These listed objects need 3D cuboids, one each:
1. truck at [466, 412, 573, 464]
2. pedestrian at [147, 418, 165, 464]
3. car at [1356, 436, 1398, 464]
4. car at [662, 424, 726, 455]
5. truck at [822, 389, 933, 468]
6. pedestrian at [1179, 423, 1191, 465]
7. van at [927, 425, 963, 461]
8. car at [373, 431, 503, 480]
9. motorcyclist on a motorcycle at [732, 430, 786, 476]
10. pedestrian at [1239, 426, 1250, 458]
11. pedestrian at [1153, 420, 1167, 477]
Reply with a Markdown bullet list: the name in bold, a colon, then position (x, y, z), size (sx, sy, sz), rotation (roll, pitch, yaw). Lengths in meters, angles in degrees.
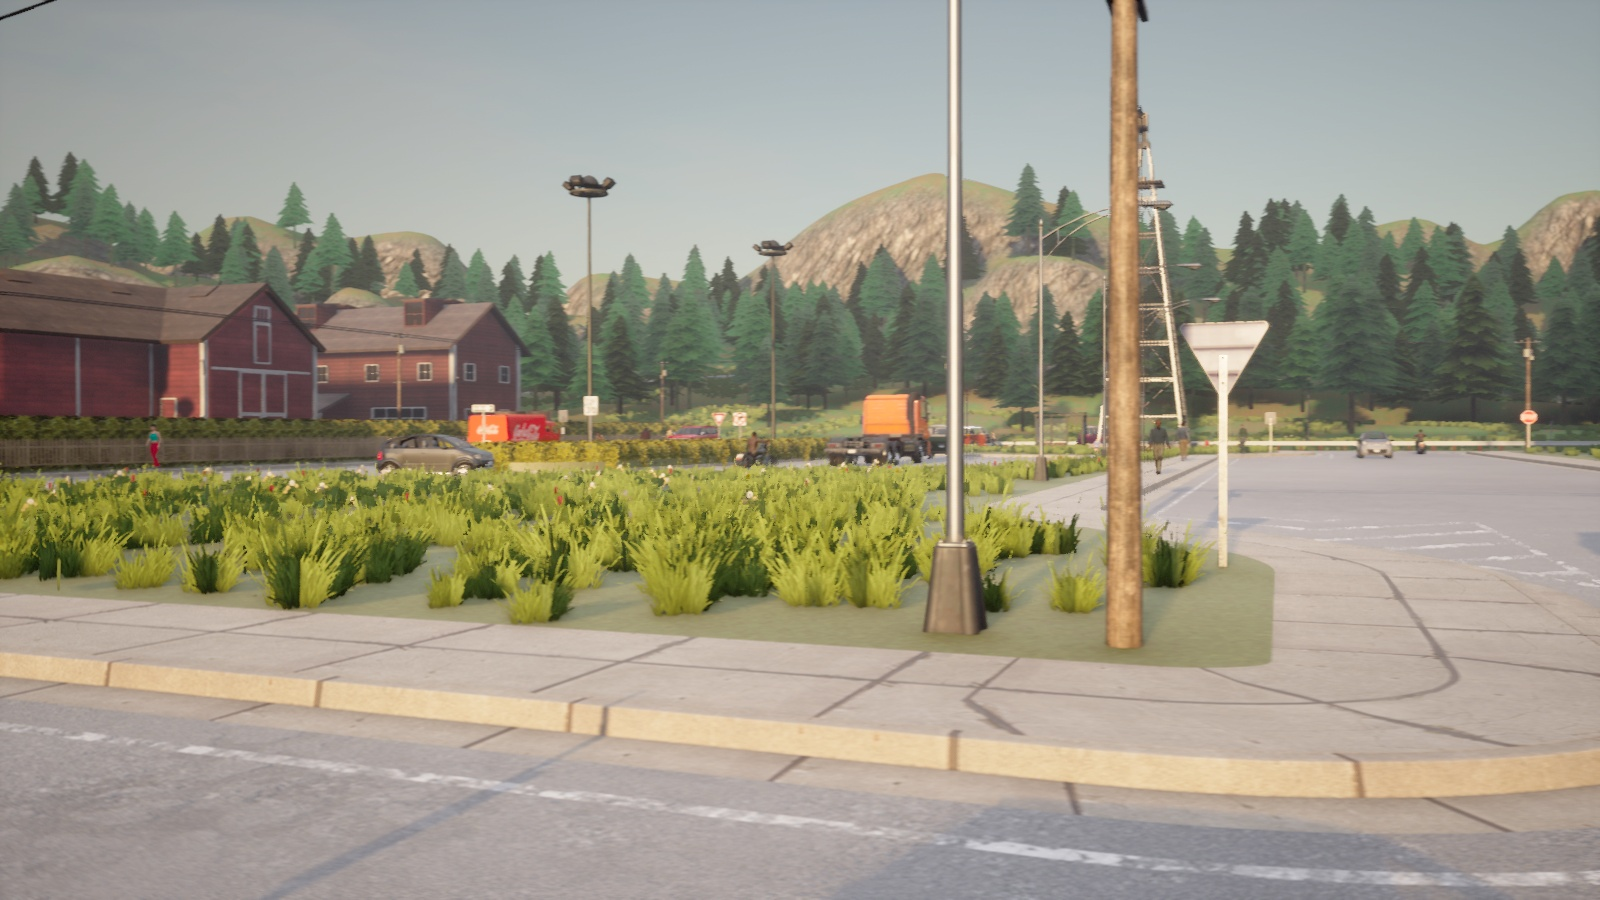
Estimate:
- **truck**: position (-13.724, -0.605, 61.778), size (2.627, 2.467, 5.204), rotation (1, 1, 22)
- **pedestrian**: position (-25.903, -0.349, 50.519), size (0.345, 1.836, 0.594), rotation (1, 1, 19)
- **car**: position (31.585, -0.025, 68.837), size (1.845, 1.501, 3.633), rotation (1, 1, 21)
- **car**: position (-7.297, -0.743, 87.376), size (2.150, 2.045, 5.566), rotation (1, 1, 22)
- **truck**: position (3.798, -0.990, 59.006), size (2.891, 3.462, 7.936), rotation (1, 1, 21)
- **pedestrian**: position (17.722, -0.280, 57.794), size (0.423, 1.949, 0.788), rotation (1, 1, 25)
- **van**: position (8.341, -0.427, 72.135), size (1.775, 1.987, 4.442), rotation (1, 1, 10)
- **car**: position (-11.882, 0.164, 41.366), size (3.705, 1.549, 1.789), rotation (0, 1, 8)
- **motorcyclist on a motorcycle**: position (-1.492, 0.103, 46.365), size (0.766, 1.649, 2.350), rotation (0, 0, 34)
- **pedestrian**: position (26.198, -0.480, 74.019), size (0.614, 1.847, 0.353), rotation (0, 1, -35)
- **pedestrian**: position (11.555, -0.053, 40.347), size (0.370, 1.835, 0.726), rotation (1, 1, 20)
